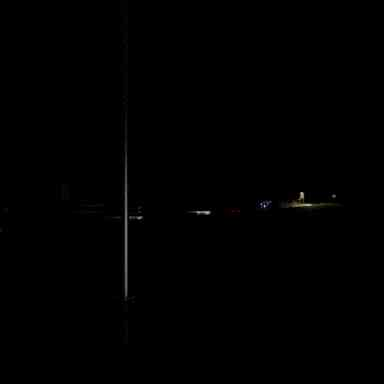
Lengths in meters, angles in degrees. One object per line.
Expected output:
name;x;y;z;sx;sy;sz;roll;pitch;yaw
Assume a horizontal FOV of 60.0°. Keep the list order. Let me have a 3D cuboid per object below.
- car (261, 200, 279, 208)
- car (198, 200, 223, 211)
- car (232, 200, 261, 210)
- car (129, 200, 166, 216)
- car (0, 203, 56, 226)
car;13.485;2.113;57.666;1.895;1.301;4.718;-1;-1;35
car;2.661;1.934;47.051;1.812;1.442;4.674;-1;-1;35
car;7.792;1.914;49.400;2.128;1.511;4.902;-1;-1;35
car;-4.922;1.639;36.202;2.097;1.767;4.553;-1;-1;35
car;-12.775;1.636;24.918;1.882;1.535;5.008;-1;-1;35
